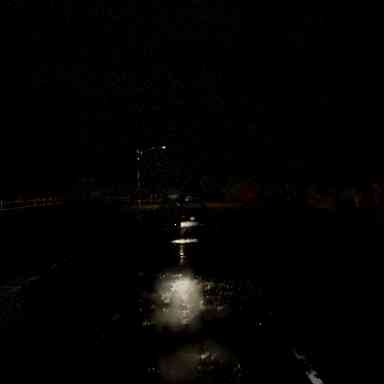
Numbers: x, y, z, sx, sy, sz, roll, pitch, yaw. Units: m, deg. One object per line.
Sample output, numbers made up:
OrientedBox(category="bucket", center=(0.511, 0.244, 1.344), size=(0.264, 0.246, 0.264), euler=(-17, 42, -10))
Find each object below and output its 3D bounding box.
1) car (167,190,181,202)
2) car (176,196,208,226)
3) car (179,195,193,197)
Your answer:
OrientedBox(category="car", center=(-3.062, 0.611, 56.659), size=(2.150, 2.045, 5.566), euler=(-2, 0, 0))
OrientedBox(category="car", center=(0.006, 1.263, 21.000), size=(1.812, 1.442, 4.674), euler=(-2, 1, 0))
OrientedBox(category="car", center=(-0.097, 1.094, 37.961), size=(1.994, 1.385, 4.181), euler=(-2, 1, 0))
